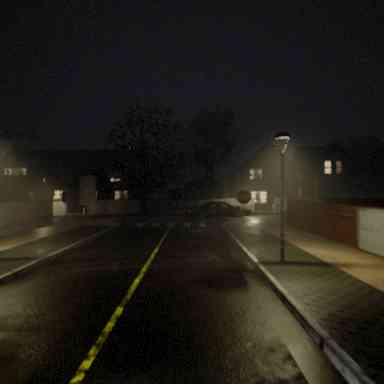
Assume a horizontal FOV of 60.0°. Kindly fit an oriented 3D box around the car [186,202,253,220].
[{"bbox_3d":[2.213,1.516,27.377,5.357,1.411,2.033,-1,-1,0],"label":"car"}]
